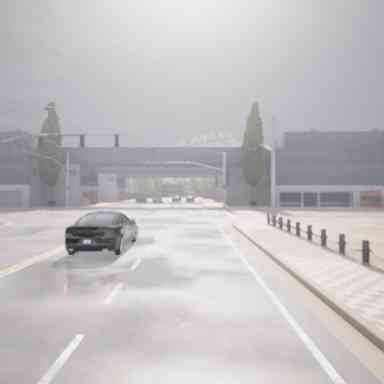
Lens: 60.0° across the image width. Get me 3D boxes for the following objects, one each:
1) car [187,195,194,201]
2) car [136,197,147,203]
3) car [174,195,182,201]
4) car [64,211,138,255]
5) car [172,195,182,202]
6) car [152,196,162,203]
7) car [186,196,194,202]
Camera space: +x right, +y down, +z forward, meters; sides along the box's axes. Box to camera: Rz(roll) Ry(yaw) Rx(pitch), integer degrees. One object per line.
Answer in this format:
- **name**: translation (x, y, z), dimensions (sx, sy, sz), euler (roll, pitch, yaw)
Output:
- **car**: translation (-0.420, 1.679, 93.703), dimensions (1.994, 1.385, 4.181), euler (0, 0, 0)
- **car**: translation (-11.056, 1.763, 72.633), dimensions (1.895, 1.301, 4.718), euler (0, 0, 0)
- **car**: translation (-3.920, 1.661, 93.798), dimensions (2.128, 1.511, 4.902), euler (0, 0, 0)
- **car**: translation (-3.454, 1.509, 13.485), dimensions (1.882, 1.535, 5.008), euler (0, 0, 0)
- **car**: translation (-3.982, 1.733, 84.111), dimensions (2.033, 1.411, 5.357), euler (0, 0, 0)
- **car**: translation (-7.556, 1.693, 72.641), dimensions (2.128, 1.511, 4.902), euler (0, 0, 0)
- **car**: translation (-0.478, 1.748, 84.763), dimensions (1.994, 1.385, 4.181), euler (0, 0, 0)
